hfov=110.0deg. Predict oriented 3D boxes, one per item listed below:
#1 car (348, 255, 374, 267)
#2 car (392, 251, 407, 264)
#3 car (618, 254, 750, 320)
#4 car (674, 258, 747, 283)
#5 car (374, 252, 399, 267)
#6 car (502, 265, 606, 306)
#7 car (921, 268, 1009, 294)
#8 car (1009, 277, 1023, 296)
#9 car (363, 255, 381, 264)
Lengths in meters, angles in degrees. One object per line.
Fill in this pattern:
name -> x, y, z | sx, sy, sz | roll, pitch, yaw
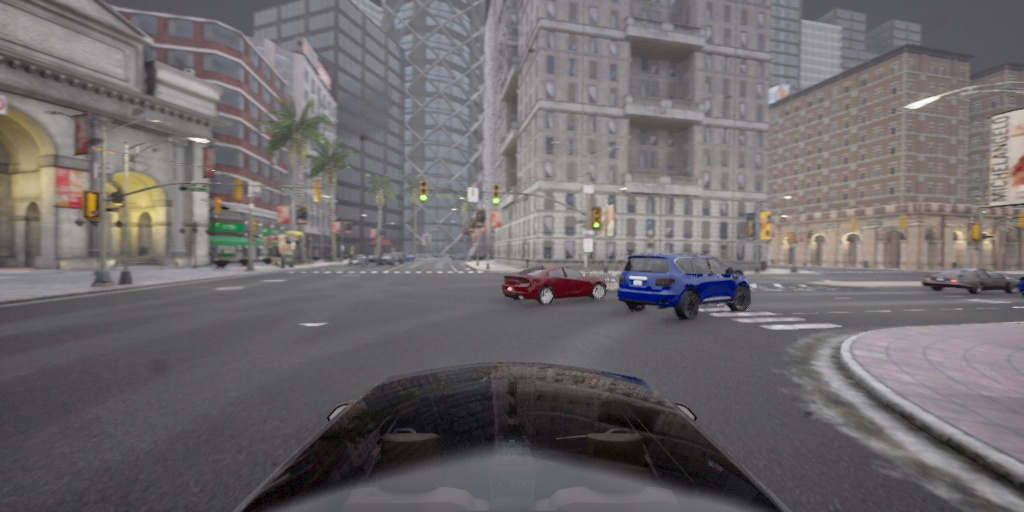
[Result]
car -> -20.321, 0.587, 47.667 | 2.128, 1.511, 4.902 | 1, 1, -11
car -> -18.836, 0.241, 58.216 | 2.150, 2.045, 5.566 | 1, 1, -11
car -> 6.188, 0.948, 12.739 | 5.566, 2.045, 2.150 | 0, 0, -33
car -> 15.026, 1.055, 27.241 | 4.553, 1.767, 2.097 | 1, 1, -12
car -> -16.936, 0.606, 48.595 | 1.882, 1.535, 5.008 | 1, 1, -11
car -> 1.936, 1.129, 15.333 | 5.008, 1.535, 1.882 | 0, 0, -36
car -> 27.474, 1.452, 21.455 | 5.357, 1.411, 2.033 | 1, 1, -12
car -> 28.411, 1.424, 18.076 | 5.008, 1.535, 1.882 | 1, 1, -12
car -> -22.173, 0.590, 57.057 | 1.895, 1.301, 4.718 | 1, 1, -11
